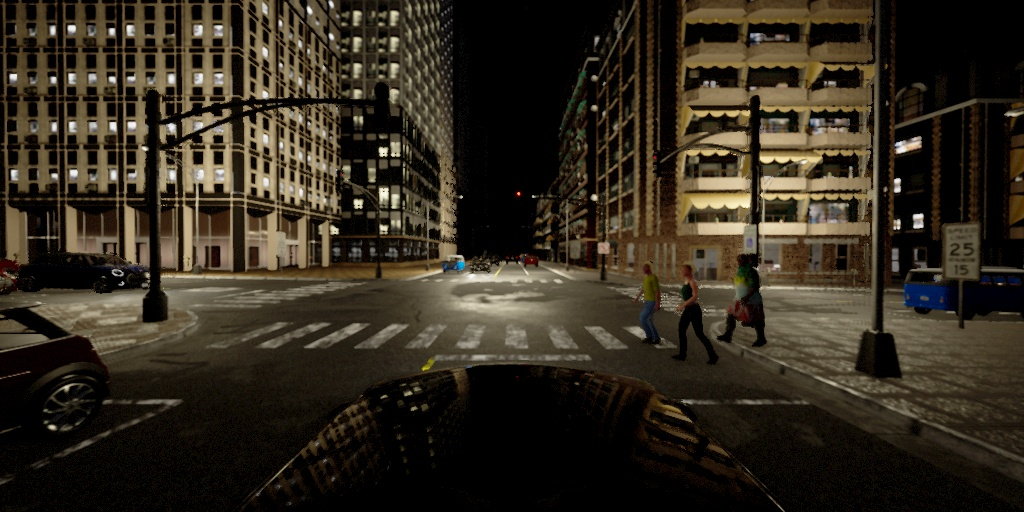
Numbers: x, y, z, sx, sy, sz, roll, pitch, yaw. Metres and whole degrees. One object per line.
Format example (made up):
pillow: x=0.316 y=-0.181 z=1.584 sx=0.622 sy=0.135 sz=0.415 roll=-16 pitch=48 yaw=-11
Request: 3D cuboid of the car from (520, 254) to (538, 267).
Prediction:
car: x=2.712 y=0.641 z=51.524 sx=2.192 sy=1.841 sz=5.009 roll=0 pitch=0 yaw=0

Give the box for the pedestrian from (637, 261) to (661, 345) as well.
pedestrian: x=2.997 y=0.991 z=7.723 sx=0.375 sy=1.860 sz=0.375 roll=0 pitch=1 yaw=0

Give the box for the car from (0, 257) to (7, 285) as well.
car: x=-21.142 y=0.717 z=13.171 sx=4.097 sy=1.591 sz=1.967 roll=0 pitch=0 yaw=0

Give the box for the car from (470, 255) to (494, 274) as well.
car: x=-3.077 y=0.959 z=35.825 sx=1.837 sy=1.490 sz=4.892 roll=0 pitch=1 yaw=0

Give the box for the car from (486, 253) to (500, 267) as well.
car: x=-3.039 y=0.529 z=53.888 sx=2.150 sy=2.045 sz=5.566 roll=0 pitch=0 yaw=0

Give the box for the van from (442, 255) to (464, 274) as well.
van: x=-5.676 y=0.805 z=34.874 sx=1.690 sy=1.789 sz=3.998 roll=0 pitch=0 yaw=0

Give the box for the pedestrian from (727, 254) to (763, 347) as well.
pedestrian: x=4.620 y=0.844 z=7.121 sx=0.375 sy=1.860 sz=0.375 roll=0 pitch=1 yaw=0

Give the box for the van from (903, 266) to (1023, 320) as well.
van: x=16.917 y=1.353 z=13.111 sx=3.998 sy=1.789 sz=1.690 roll=0 pitch=0 yaw=0

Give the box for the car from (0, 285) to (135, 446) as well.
car: x=-5.690 y=1.184 z=2.401 sx=1.967 sy=1.591 sz=4.097 roll=0 pitch=0 yaw=0

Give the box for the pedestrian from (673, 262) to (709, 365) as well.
pedestrian: x=3.245 y=1.001 z=6.523 sx=0.375 sy=1.860 sz=0.375 roll=0 pitch=1 yaw=0

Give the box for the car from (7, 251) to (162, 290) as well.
car: x=-18.345 y=0.657 z=15.758 sx=4.553 sy=1.767 sz=2.097 roll=1 pitch=1 yaw=0

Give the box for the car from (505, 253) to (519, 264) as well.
car: x=0.030 y=0.446 z=63.971 sx=2.150 sy=2.045 sz=5.566 roll=0 pitch=0 yaw=0
